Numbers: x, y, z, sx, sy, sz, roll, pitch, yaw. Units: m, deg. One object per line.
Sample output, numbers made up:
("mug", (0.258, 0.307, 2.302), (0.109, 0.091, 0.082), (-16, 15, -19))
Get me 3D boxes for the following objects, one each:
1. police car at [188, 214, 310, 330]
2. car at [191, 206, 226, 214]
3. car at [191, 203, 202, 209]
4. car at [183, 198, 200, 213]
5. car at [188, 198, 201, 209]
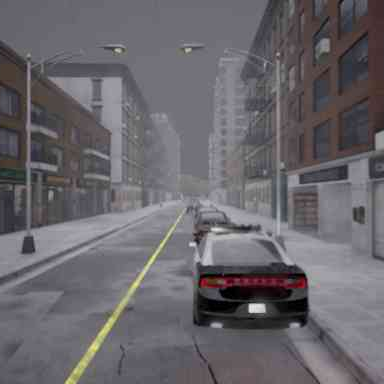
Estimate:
("police car", (0.960, 1.514, 7.407), (1.930, 1.638, 5.238), (0, -1, 0))
("car", (1.025, 1.713, 17.294), (1.837, 1.490, 4.892), (0, -1, 0))
("car", (1.064, 1.757, 23.295), (1.882, 1.535, 5.008), (0, -1, 0))
("car", (0.317, 1.874, 44.316), (2.097, 1.767, 4.553), (0, -1, 1))
("car", (0.392, 2.025, 57.778), (2.097, 1.767, 4.553), (0, -1, 0))
